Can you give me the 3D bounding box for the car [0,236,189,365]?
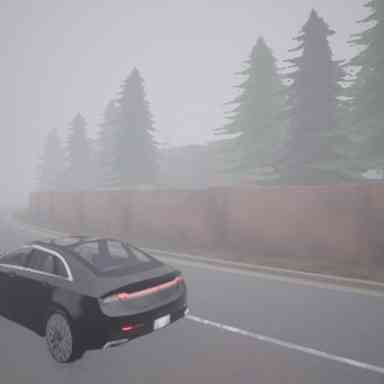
[{"bbox_3d":[-2.299,1.551,5.982,4.902,1.511,2.128,-1,-1,39],"label":"car"}]
